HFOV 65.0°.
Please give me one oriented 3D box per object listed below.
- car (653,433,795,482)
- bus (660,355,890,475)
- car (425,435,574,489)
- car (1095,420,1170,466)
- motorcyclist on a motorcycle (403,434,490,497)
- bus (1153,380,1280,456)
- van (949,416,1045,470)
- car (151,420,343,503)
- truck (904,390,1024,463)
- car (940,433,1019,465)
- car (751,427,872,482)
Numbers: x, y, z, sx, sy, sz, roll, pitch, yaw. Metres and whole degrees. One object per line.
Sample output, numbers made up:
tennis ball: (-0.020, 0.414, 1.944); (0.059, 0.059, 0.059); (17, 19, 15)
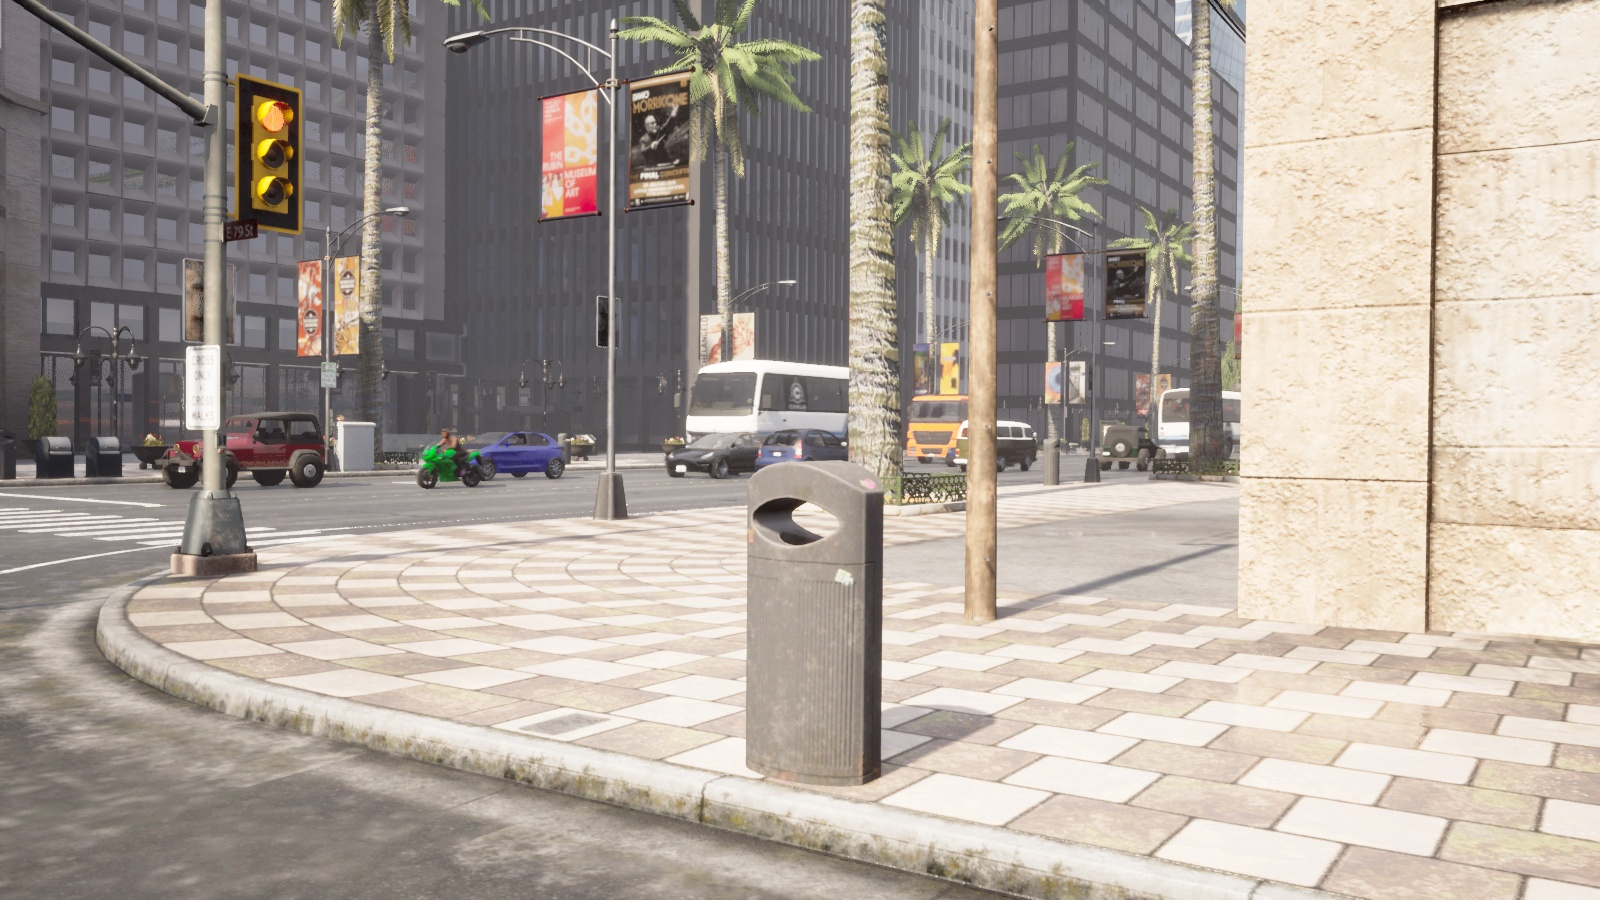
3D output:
car: (-2.388, 0.194, 40.956); (2.163, 1.488, 4.792); (0, 1, 34)
bus: (-0.697, -1.318, 49.775); (3.944, 4.253, 10.273); (0, 1, 34)
car: (-8.902, 0.314, 37.493); (1.816, 1.474, 4.193); (0, 1, 34)
car: (14.100, -0.326, 53.122); (1.905, 1.878, 3.866); (0, 1, 33)
motorcyclist on a motorcycle: (-8.801, 0.365, 31.333); (0.797, 1.523, 2.044); (0, 1, 34)
bus: (25.562, -1.922, 76.559); (3.944, 4.253, 10.273); (-1, 0, 39)
van: (7.885, -0.300, 50.027); (2.069, 2.038, 4.480); (0, 1, 34)
car: (-13.428, 0.230, 30.680); (1.905, 1.878, 3.866); (0, 1, 34)
truck: (8.439, -1.196, 63.671); (2.891, 3.462, 7.936); (0, 1, 33)
car: (8.149, -0.054, 56.812); (1.994, 1.385, 4.181); (0, 1, 33)
car: (0.412, 0.095, 38.847); (1.851, 1.617, 3.988); (0, 1, 34)
